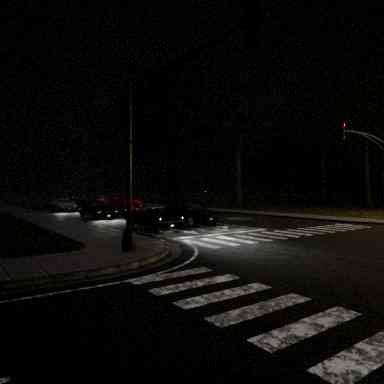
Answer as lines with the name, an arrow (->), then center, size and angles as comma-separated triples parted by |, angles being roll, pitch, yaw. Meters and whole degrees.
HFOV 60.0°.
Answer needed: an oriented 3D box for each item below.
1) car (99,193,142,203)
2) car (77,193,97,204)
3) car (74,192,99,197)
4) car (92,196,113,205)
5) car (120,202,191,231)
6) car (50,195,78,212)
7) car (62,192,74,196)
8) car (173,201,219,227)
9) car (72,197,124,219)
car -> -6.460, 1.116, 31.410 | 2.150, 2.045, 5.566 | 0, 0, -36
car -> -18.779, 1.163, 59.593 | 2.097, 1.767, 4.553 | 0, 0, -36
car -> -15.626, 1.186, 49.813 | 2.097, 1.767, 4.553 | 0, 0, -35
car -> -14.570, 1.349, 53.840 | 1.812, 1.442, 4.674 | 0, 0, -36
car -> -2.369, 1.542, 20.242 | 1.895, 1.301, 4.718 | 0, 0, -36
car -> -14.076, 1.401, 36.377 | 1.812, 1.442, 4.674 | 0, 0, -36
car -> -21.443, 1.038, 57.730 | 2.150, 2.045, 5.566 | 0, 0, -36
car -> -0.219, 1.410, 22.818 | 1.882, 1.535, 5.008 | 0, 0, -35
car -> -8.035, 1.454, 28.051 | 2.033, 1.411, 5.357 | 0, 0, -36
